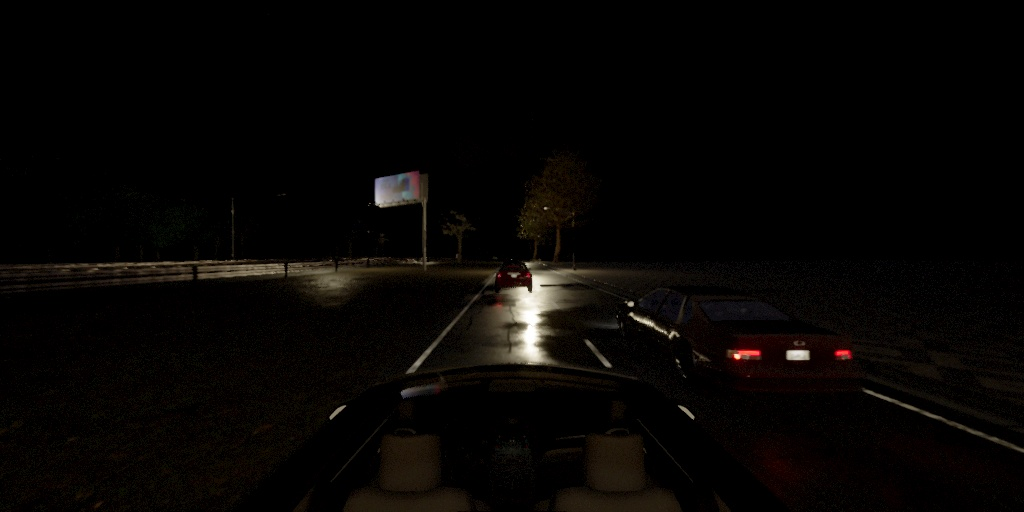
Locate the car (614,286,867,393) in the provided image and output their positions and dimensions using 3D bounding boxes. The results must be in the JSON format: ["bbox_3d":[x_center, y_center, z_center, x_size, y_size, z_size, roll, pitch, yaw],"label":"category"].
[{"bbox_3d":[3.603,1.297,7.032,2.033,1.411,5.357,0,0,0],"label":"car"}]

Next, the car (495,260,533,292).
[{"bbox_3d":[0.108,1.094,21.447,2.097,1.767,4.553,0,0,0],"label":"car"}]
